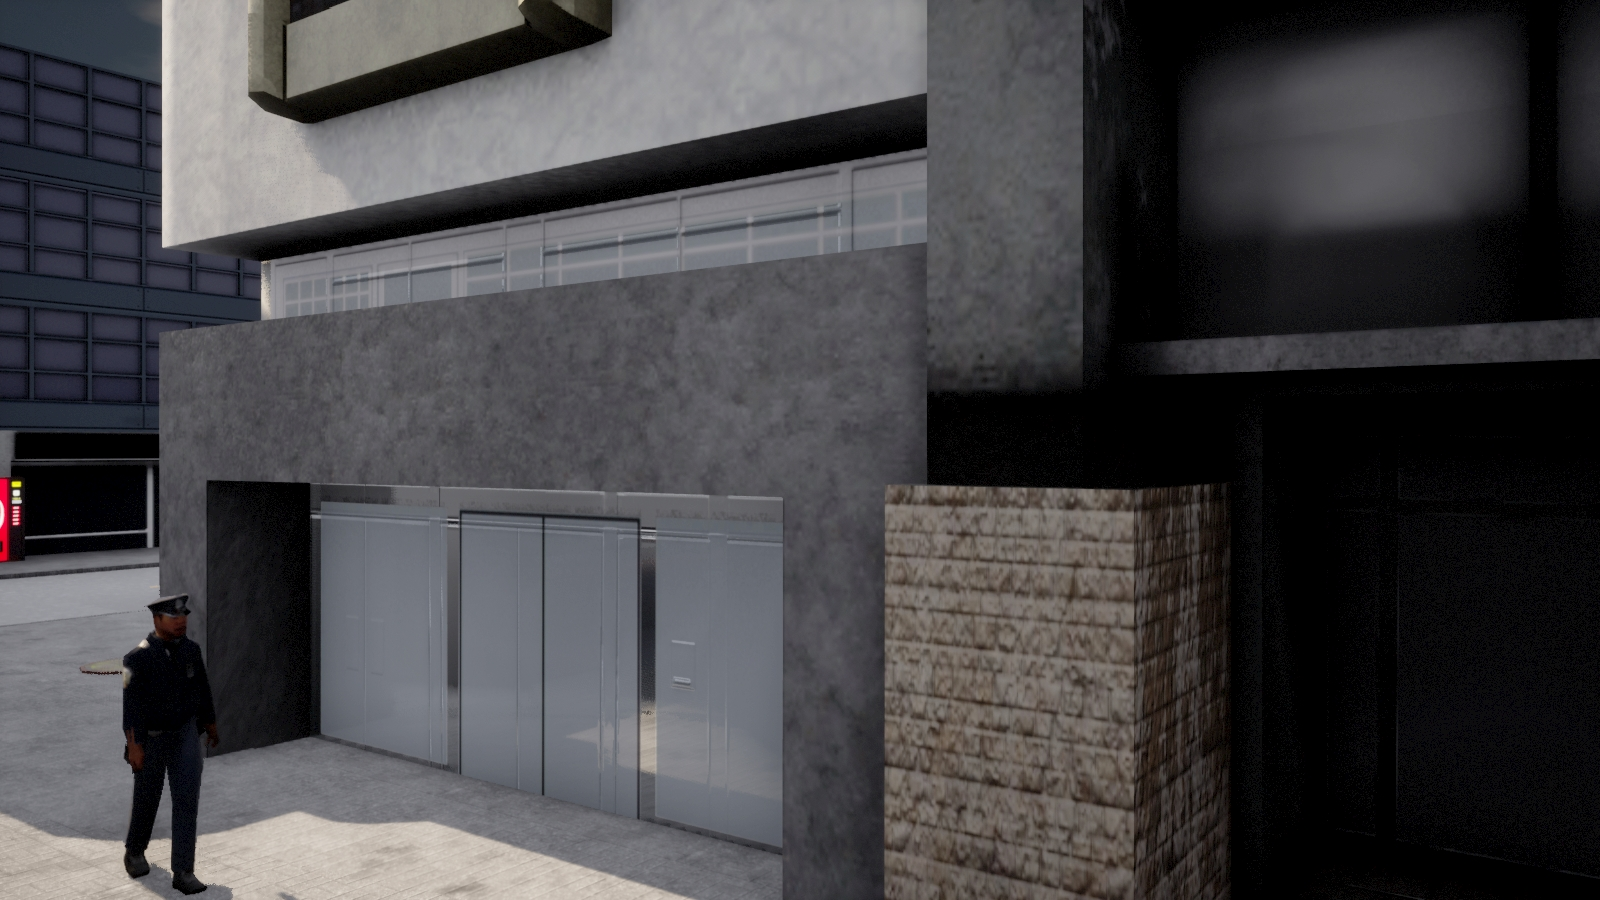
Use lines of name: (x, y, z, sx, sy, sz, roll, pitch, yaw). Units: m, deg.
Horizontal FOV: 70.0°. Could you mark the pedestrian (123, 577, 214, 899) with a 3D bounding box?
pedestrian: (-3.896, 1.743, 7.046, 0.375, 1.860, 0.375, 0, 0, 38)
